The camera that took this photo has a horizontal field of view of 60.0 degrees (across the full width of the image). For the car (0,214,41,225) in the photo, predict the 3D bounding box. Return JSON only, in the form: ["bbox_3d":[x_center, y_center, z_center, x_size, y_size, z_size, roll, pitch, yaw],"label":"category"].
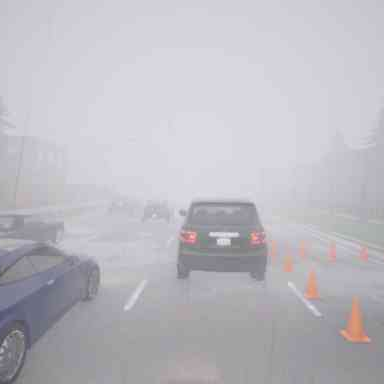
[{"bbox_3d":[-6.186,1.408,11.619,1.895,1.301,4.718,1,1,2],"label":"car"}]

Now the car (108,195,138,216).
[{"bbox_3d":[-5.678,1.016,28.664,2.097,1.767,4.553,1,1,2],"label":"car"}]

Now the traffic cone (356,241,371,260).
[{"bbox_3d":[5.707,1.938,11.058,0.340,0.580,0.340,1,1,2],"label":"traffic cone"}]

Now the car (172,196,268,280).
[{"bbox_3d":[0.769,1.144,9.885,2.150,2.045,5.566,1,1,2],"label":"car"}]

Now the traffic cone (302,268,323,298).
[{"bbox_3d":[2.590,1.928,7.149,0.340,0.580,0.340,1,1,2],"label":"traffic cone"}]

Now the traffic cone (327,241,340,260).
[{"bbox_3d":[4.708,1.923,11.088,0.340,0.580,0.340,1,1,2],"label":"traffic cone"}]

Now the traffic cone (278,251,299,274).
[{"bbox_3d":[2.649,1.911,9.148,0.340,0.580,0.340,1,1,2],"label":"traffic cone"}]

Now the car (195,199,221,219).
[{"bbox_3d":[1.295,1.335,27.774,1.994,1.385,4.181,1,1,2],"label":"car"}]

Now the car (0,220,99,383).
[{"bbox_3d":[-2.880,1.438,5.057,1.812,1.442,4.674,1,1,2],"label":"car"}]

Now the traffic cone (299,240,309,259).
[{"bbox_3d":[3.708,1.909,11.117,0.340,0.580,0.340,1,1,2],"label":"traffic cone"}]

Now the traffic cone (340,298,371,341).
[{"bbox_3d":[2.531,1.945,5.150,0.340,0.580,0.340,1,1,2],"label":"traffic cone"}]

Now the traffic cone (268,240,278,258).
[{"bbox_3d":[2.709,1.894,11.147,0.340,0.580,0.340,1,1,2],"label":"traffic cone"}]

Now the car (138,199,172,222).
[{"bbox_3d":[-2.325,1.260,23.741,1.837,1.490,4.892,1,1,2],"label":"car"}]
